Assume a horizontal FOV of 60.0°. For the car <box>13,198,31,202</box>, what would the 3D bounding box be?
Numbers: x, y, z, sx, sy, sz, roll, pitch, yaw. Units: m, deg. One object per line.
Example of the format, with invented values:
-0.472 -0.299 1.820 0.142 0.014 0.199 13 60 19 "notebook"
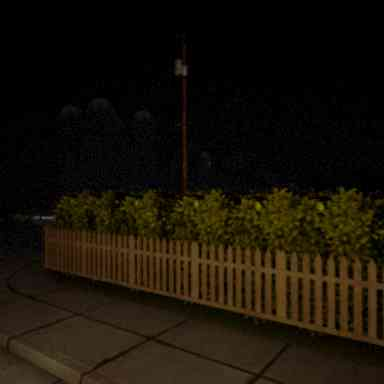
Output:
-26.987 1.705 52.601 4.193 1.474 1.816 0 0 35 "car"
